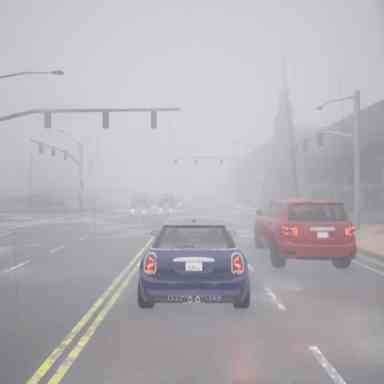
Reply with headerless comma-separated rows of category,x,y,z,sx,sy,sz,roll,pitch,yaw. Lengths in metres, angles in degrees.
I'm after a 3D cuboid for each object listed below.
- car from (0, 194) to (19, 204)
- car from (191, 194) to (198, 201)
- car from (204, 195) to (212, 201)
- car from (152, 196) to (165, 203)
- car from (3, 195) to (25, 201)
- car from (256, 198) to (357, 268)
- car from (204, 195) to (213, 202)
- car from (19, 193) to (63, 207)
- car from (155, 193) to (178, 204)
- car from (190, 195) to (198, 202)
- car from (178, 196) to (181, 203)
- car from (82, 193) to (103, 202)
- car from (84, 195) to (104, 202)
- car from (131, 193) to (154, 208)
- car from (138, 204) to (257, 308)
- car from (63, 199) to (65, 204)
car,-39.083,1.118,70.106,4.605,1.855,1.932,0,0,0
car,0.702,1.434,87.705,1.882,1.535,5.008,0,0,1
car,4.203,1.481,87.712,2.128,1.511,4.902,0,0,1
car,-6.781,1.513,68.366,2.033,1.411,5.357,0,0,2
car,-39.022,1.327,73.003,3.905,1.438,1.784,0,0,0
car,3.539,1.216,11.390,2.150,2.045,5.566,0,0,2
car,3.952,1.485,77.432,1.812,1.442,4.674,0,0,1
car,-21.554,1.129,47.629,4.605,1.855,1.932,0,0,0
car,-3.763,1.196,50.566,2.150,2.045,5.566,0,0,1
car,0.455,1.461,77.615,1.837,1.490,4.892,0,0,1
car,-3.540,1.495,60.375,1.812,1.442,4.674,0,0,2
car,-21.563,1.121,70.147,3.866,1.878,1.905,0,0,0
car,-21.555,1.359,73.042,3.806,1.475,1.970,0,0,0
car,-7.303,1.197,48.143,2.150,2.045,5.566,0,0,1
car,0.043,1.348,8.049,2.097,1.767,4.553,0,0,0
car,-21.503,1.131,50.523,3.866,1.878,1.905,0,0,0
